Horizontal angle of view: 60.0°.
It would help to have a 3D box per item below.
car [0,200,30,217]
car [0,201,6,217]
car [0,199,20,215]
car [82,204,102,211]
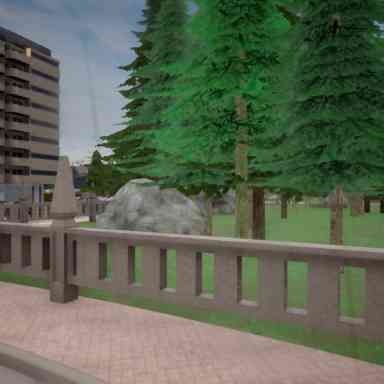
[{"bbox_3d":[-17.348,1.619,32.241,1.994,1.385,4.181,0,0,26],"label":"car"},{"bbox_3d":[-16.744,1.619,24.910,1.994,1.385,4.181,0,0,25],"label":"car"},{"bbox_3d":[-20.415,1.560,33.951,1.837,1.490,4.892,0,0,25],"label":"car"},{"bbox_3d":[-13.164,1.407,41.022,2.097,1.767,4.553,0,0,26],"label":"car"}]
